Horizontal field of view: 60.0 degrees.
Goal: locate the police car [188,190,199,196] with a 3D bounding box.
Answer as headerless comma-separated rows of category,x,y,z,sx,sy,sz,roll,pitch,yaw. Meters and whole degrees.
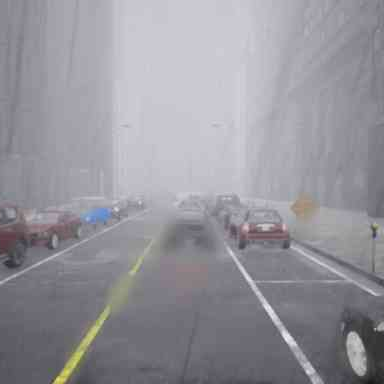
police car,0.252,0.861,64.620,1.930,1.638,5.238,0,0,-1

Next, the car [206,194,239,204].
car,2.507,1.093,25.106,2.192,1.841,5.009,0,1,-1

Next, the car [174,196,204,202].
car,-0.237,1.313,28.433,1.994,1.385,4.181,0,1,0

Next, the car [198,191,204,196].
car,2.282,1.020,47.650,1.967,1.590,4.097,0,0,-1

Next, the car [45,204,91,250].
car,-5.903,1.423,13.741,1.887,1.381,4.507,0,1,-1

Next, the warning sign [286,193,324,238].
warning sign,4.925,0.986,14.549,1.300,1.860,1.060,0,1,-1

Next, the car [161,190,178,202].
car,-3.635,0.717,57.514,2.150,2.045,5.566,0,0,0

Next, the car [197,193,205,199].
car,2.000,0.924,75.831,1.802,1.307,4.206,0,0,-1

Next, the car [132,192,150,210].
car,-6.130,1.120,36.285,1.967,1.590,4.097,0,1,-1

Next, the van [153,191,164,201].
van,-6.413,0.778,64.465,1.690,1.788,3.998,0,0,-1

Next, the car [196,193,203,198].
car,1.887,0.831,87.102,1.802,1.307,4.206,0,0,-1

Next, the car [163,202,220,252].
car,-0.087,1.388,13.229,1.837,1.490,4.892,0,1,0

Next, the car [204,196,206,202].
car,2.452,1.273,30.744,1.887,1.381,4.507,0,1,-1

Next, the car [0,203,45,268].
car,-5.848,1.243,8.102,2.192,1.841,5.009,0,1,-1

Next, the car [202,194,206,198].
car,2.395,1.244,36.380,1.947,1.339,4.313,0,1,-1

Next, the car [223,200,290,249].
car,2.621,1.317,13.835,1.967,1.590,4.097,0,1,-1

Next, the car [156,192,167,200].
car,-6.469,0.831,70.101,1.967,1.590,4.097,0,0,-1

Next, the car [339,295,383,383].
car,2.734,1.527,2.565,2.008,1.369,4.403,0,1,-1

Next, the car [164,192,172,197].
car,-6.695,0.755,92.647,2.008,1.369,4.403,0,0,-1

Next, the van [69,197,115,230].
van,-5.960,1.169,19.376,1.690,1.788,3.998,0,1,-1

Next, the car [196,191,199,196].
car,2.169,1.049,58.923,1.947,1.339,4.313,0,0,-1

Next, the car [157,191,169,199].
car,-6.526,0.659,75.737,2.192,1.841,5.009,0,0,-1

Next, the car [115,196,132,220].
car,-6.017,1.219,25.013,1.967,1.590,4.097,0,1,-1

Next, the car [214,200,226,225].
car,2.565,1.393,19.472,1.947,1.339,4.313,0,1,-1

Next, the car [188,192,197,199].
car,0.153,0.831,74.510,1.882,1.535,5.008,0,0,-1

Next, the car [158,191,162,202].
car,-6.297,1.059,53.024,1.752,1.417,4.829,0,0,-1

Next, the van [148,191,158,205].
van,-6.243,0.922,47.556,1.690,1.788,3.998,0,1,-1
